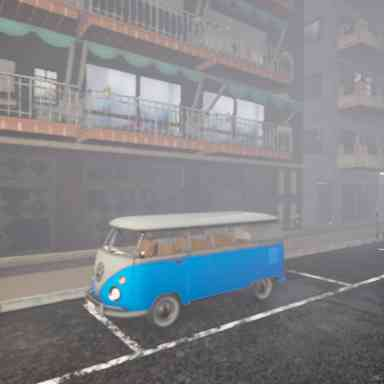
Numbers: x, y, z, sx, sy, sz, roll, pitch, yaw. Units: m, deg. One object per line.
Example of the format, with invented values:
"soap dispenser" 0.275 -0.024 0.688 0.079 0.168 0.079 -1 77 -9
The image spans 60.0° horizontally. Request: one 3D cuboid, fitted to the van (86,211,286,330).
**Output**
"van" 0.082 1.321 6.601 3.998 1.788 1.690 0 1 -36
